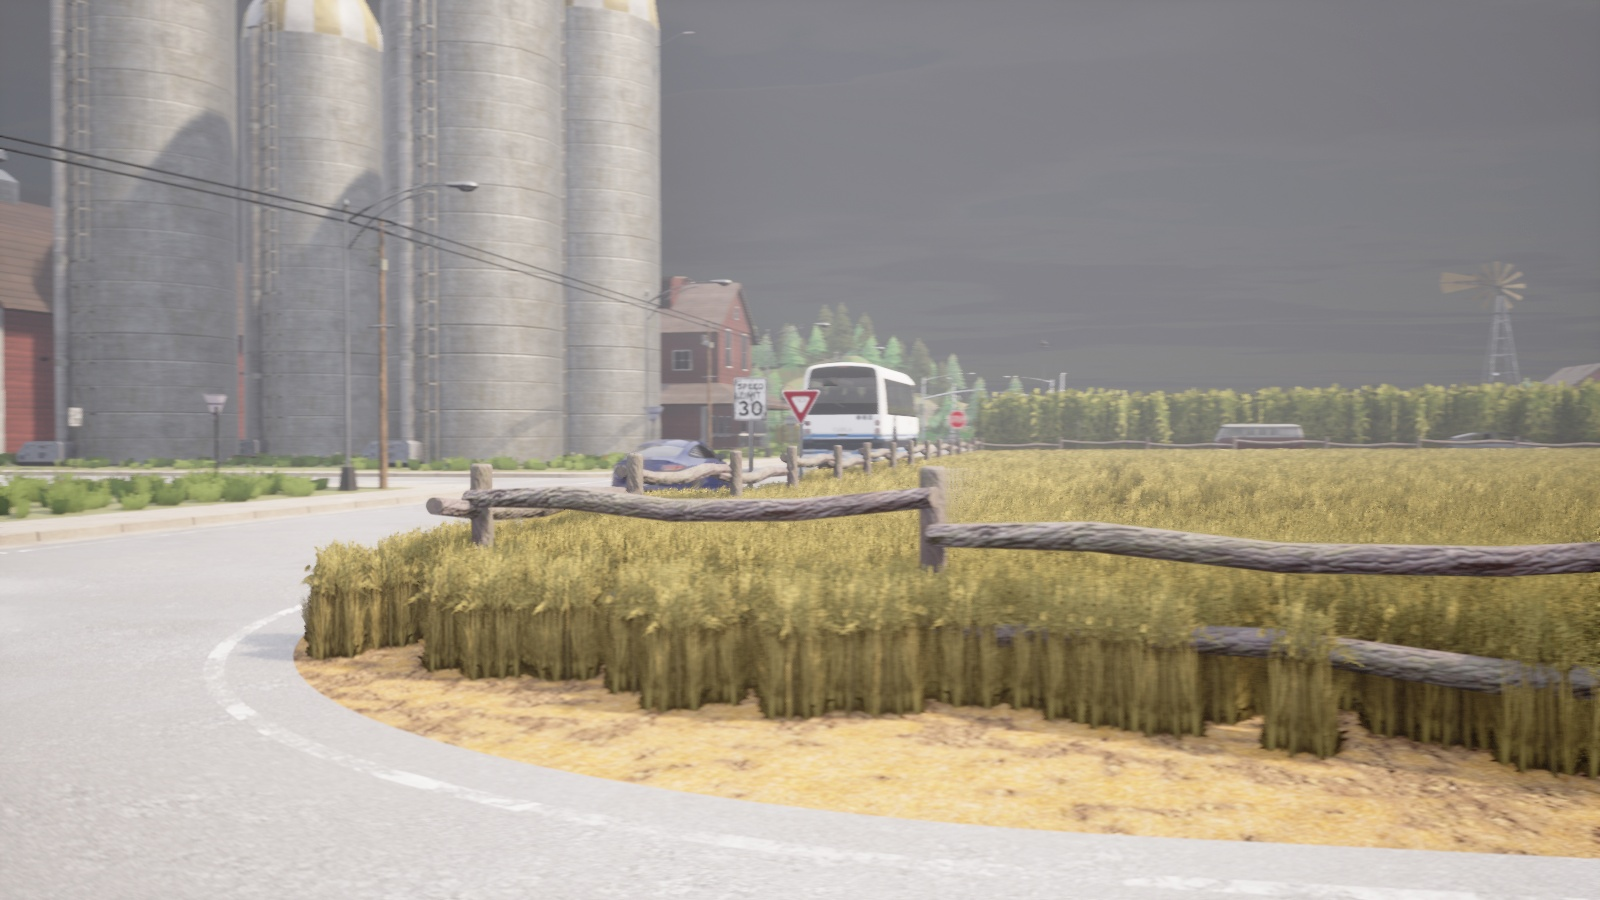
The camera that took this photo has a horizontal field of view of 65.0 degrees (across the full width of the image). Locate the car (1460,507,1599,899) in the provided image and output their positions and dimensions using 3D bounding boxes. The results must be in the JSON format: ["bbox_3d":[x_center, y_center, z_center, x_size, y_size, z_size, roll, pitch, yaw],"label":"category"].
[{"bbox_3d":[3.746,0.880,2.188,4.181,1.385,1.994,0,1,10],"label":"car"}]

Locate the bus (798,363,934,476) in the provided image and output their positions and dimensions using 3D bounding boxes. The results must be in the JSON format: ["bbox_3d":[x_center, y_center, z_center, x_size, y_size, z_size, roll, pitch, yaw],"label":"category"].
[{"bbox_3d":[3.009,-1.237,52.685,3.944,4.253,10.273,0,1,13],"label":"bus"}]

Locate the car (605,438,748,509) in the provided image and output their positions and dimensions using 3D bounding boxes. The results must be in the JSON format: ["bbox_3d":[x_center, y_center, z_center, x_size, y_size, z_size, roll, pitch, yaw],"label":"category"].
[{"bbox_3d":[-2.669,0.465,28.286,1.812,1.442,4.674,0,1,13],"label":"car"}]

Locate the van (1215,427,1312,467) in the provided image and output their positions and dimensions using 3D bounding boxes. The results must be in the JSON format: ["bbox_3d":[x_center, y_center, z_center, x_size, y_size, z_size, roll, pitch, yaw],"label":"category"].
[{"bbox_3d":[23.640,-0.169,64.170,4.442,1.987,1.775,0,1,13],"label":"van"}]

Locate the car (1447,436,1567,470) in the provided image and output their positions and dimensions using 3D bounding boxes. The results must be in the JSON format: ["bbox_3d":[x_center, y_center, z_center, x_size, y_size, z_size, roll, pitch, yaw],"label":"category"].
[{"bbox_3d":[33.017,0.111,58.787,4.514,1.525,2.007,0,1,13],"label":"car"}]
